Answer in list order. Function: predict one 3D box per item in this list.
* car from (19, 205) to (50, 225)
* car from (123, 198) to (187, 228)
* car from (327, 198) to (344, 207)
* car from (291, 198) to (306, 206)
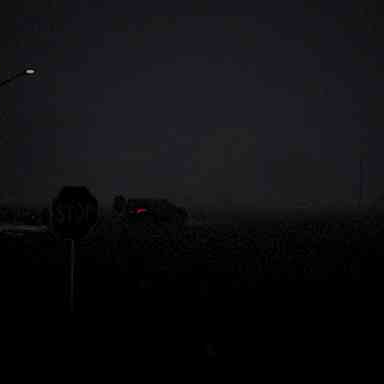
[{"bbox_3d":[-10.764,1.694,25.866,1.882,1.535,5.008,1,1,36],"label":"car"},{"bbox_3d":[-2.653,1.519,25.137,2.150,2.045,5.566,1,0,36],"label":"car"},{"bbox_3d":[29.977,2.491,70.377,2.033,1.411,5.357,1,0,36],"label":"car"},{"bbox_3d":[23.438,2.208,73.272,2.097,1.767,4.553,1,0,36],"label":"car"}]
